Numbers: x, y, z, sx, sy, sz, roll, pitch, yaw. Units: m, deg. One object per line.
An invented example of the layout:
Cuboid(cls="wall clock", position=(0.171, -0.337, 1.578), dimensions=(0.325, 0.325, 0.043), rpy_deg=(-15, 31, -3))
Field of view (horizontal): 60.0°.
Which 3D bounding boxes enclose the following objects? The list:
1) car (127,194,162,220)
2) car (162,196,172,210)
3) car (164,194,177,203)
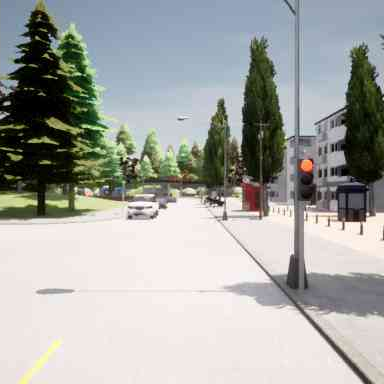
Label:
Cuboid(cls="car", position=(-4.121, 1.221, 28.739), dimensions=(2.150, 2.045, 5.566), rpy_deg=(0, 0, 0))
Cuboid(cls="car", position=(-4.131, 1.547, 43.853), dimensions=(2.033, 1.411, 5.357), rpy_deg=(0, 0, 0))
Cuboid(cls="car", position=(-4.031, 1.564, 66.082), dimensions=(1.994, 1.385, 4.181), rpy_deg=(0, 0, 0))
